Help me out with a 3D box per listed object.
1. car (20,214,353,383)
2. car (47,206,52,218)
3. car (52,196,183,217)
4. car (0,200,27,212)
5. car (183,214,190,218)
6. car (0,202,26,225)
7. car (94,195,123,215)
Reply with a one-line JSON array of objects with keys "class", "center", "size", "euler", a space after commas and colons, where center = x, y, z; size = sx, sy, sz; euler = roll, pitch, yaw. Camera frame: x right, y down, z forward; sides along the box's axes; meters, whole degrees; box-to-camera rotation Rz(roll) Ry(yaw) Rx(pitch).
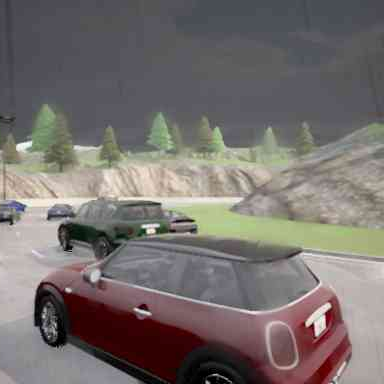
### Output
[{"class": "car", "center": [-0.333, 1.384, 4.746], "size": [4.553, 1.767, 2.097], "euler": [0, -1, 39]}, {"class": "car", "center": [-11.626, 1.694, 29.802], "size": [1.994, 1.385, 4.181], "euler": [0, 0, -14]}, {"class": "car", "center": [-2.998, 1.286, 12.158], "size": [2.150, 2.045, 5.566], "euler": [0, 0, -41]}, {"class": "car", "center": [-19.783, 1.604, 36.335], "size": [1.882, 1.535, 5.008], "euler": [0, 0, -4]}, {"class": "car", "center": [-1.693, 1.590, 16.226], "size": [2.128, 1.511, 4.902], "euler": [0, 0, -38]}, {"class": "car", "center": [-13.806, 1.684, 24.408], "size": [1.895, 1.301, 4.718], "euler": [0, 0, -19]}, {"class": "car", "center": [-9.250, 1.414, 37.470], "size": [2.150, 2.045, 5.566], "euler": [0, 0, -3]}]
